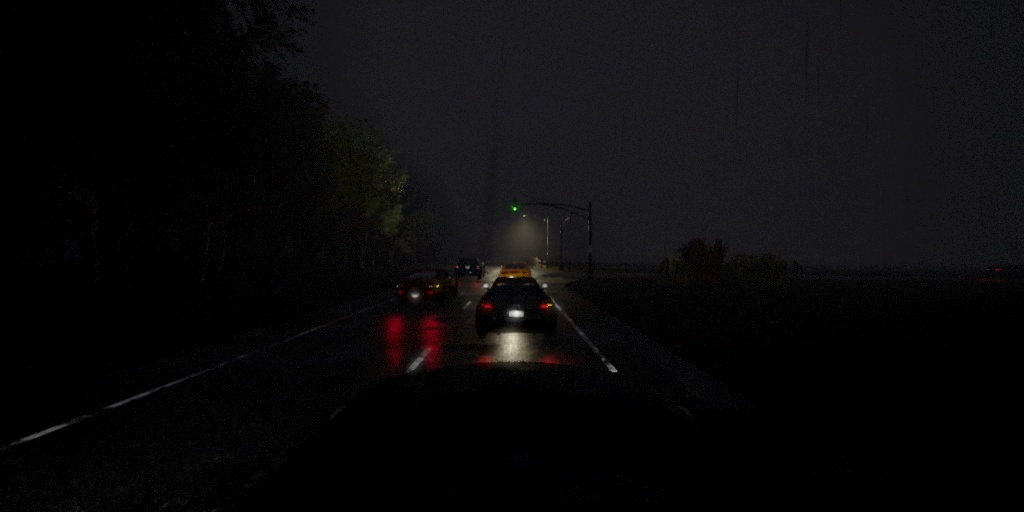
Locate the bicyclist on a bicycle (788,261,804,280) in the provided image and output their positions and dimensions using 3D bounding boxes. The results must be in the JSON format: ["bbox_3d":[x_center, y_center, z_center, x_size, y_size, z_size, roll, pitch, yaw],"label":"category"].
[{"bbox_3d":[24.298,1.214,30.690,0.582,1.620,1.656,1,0,0],"label":"bicyclist on a bicycle"}]

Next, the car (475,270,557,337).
[{"bbox_3d":[0.100,1.259,10.085,1.994,1.385,4.181,0,0,0],"label":"car"}]

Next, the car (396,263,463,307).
[{"bbox_3d":[-3.406,1.189,14.919,1.812,1.442,4.674,0,0,0],"label":"car"}]

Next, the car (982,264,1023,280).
[{"bbox_3d":[48.677,1.547,34.553,4.902,1.511,2.128,1,-1,1],"label":"car"}]

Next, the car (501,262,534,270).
[{"bbox_3d":[0.309,1.092,22.297,1.882,1.535,5.008,0,0,4],"label":"car"}]

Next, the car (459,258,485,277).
[{"bbox_3d":[-3.403,0.917,29.654,2.097,1.767,4.553,0,0,0],"label":"car"}]
